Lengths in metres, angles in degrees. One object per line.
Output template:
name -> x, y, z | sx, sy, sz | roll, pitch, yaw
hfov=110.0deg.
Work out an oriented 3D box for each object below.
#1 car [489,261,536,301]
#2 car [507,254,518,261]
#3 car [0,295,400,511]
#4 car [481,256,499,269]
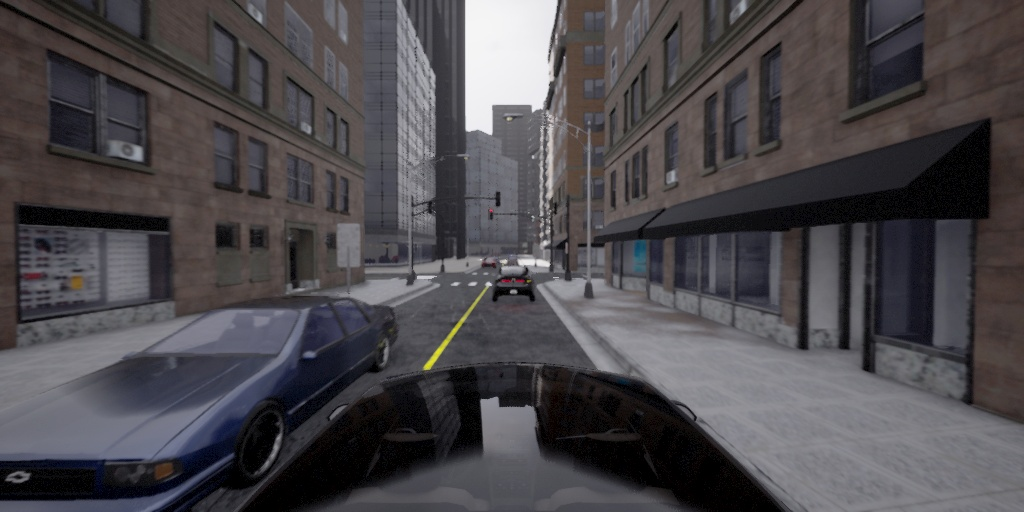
car -> 0.080, 1.176, 16.766 | 1.837, 1.490, 4.892 | 0, 0, 0
car -> 0.099, 0.745, 62.688 | 2.033, 1.411, 5.357 | 0, 1, 0
car -> -3.095, 1.282, 4.821 | 2.033, 1.411, 5.357 | 0, 0, 0
car -> -3.085, 0.888, 48.388 | 1.882, 1.535, 5.008 | 0, 1, 0
